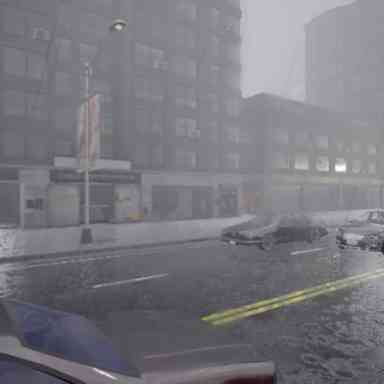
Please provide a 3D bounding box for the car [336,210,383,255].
[{"bbox_3d":[7.608,1.501,13.099,4.902,1.511,2.128,0,0,-35],"label":"car"}]

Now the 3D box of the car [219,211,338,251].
[{"bbox_3d":[3.720,1.555,14.318,5.357,1.411,2.033,0,0,-36],"label":"car"}]

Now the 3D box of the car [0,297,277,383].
[{"bbox_3d":[-1.761,1.547,2.183,5.357,1.411,2.033,0,0,-35],"label":"car"}]
